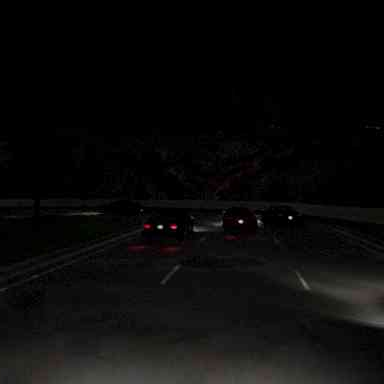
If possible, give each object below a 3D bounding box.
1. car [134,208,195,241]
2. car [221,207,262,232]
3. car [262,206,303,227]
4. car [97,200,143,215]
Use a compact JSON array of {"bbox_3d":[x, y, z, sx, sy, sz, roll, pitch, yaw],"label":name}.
[{"bbox_3d":[-1.059,1.602,17.113,2.033,1.411,5.357,0,0,8],"label":"car"},{"bbox_3d":[2.888,1.650,20.796,1.994,1.385,4.181,0,0,3],"label":"car"},{"bbox_3d":[6.293,1.678,23.958,1.994,1.385,4.181,0,0,-6],"label":"car"},{"bbox_3d":[-7.500,1.590,34.711,4.892,1.490,1.837,0,-2,15],"label":"car"}]
